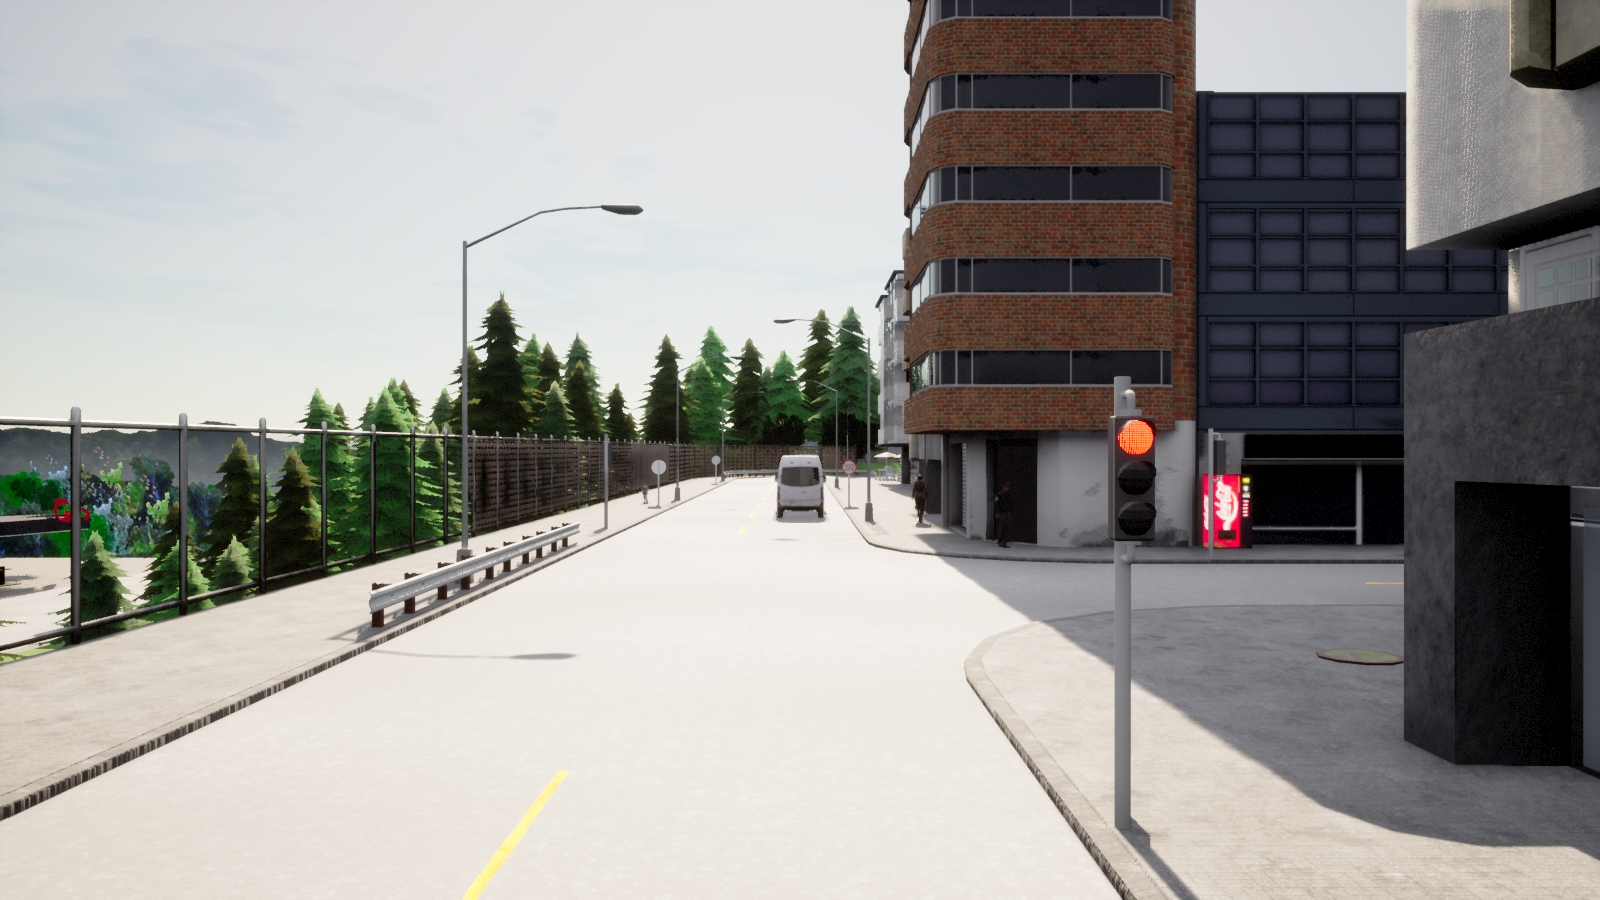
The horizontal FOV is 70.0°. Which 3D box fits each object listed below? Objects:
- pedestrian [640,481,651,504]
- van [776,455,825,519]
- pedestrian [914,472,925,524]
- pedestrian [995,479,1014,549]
[{"bbox_3d":[-7.663,2.103,56.618,0.500,1.100,0.500,0,0,1],"label":"pedestrian"},{"bbox_3d":[0.015,1.515,49.587,1.988,2.561,5.915,0,0,0],"label":"van"},{"bbox_3d":[4.321,1.720,41.194,0.375,1.860,0.375,0,0,8],"label":"pedestrian"},{"bbox_3d":[5.534,1.724,30.892,0.375,1.860,0.375,0,0,-20],"label":"pedestrian"}]
